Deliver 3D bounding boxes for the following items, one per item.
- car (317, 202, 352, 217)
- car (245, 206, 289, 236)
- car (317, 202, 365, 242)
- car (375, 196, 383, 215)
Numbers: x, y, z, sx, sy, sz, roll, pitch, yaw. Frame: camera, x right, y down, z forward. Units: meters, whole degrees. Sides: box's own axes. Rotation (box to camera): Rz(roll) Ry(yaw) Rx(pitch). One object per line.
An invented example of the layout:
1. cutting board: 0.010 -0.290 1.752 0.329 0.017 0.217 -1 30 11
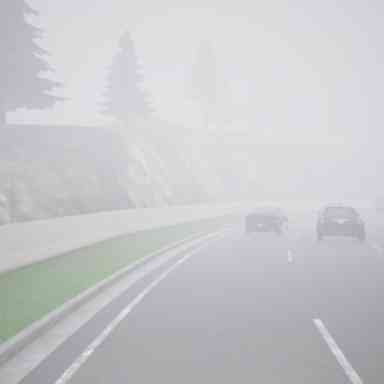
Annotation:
1. car: 15.014 1.760 34.899 1.994 1.385 4.181 0 0 44
2. car: 4.499 1.567 19.509 1.882 1.535 5.008 0 0 23
3. car: 7.712 1.452 17.457 2.097 1.767 4.553 0 0 22
4. car: 22.051 1.463 36.306 5.566 2.045 2.150 0 0 -38
